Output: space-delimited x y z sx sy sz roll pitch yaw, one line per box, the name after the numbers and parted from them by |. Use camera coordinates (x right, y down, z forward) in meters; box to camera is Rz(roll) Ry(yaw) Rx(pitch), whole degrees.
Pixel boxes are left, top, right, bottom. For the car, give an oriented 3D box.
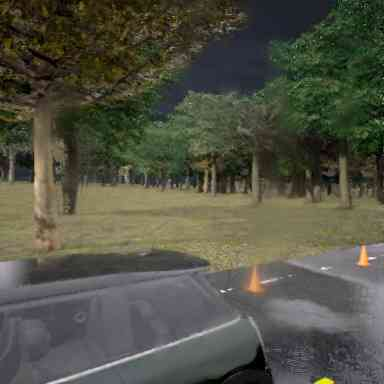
-1.545 1.353 2.408 4.553 1.767 2.097 0 0 -36 | car

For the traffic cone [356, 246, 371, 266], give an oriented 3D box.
5.524 2.025 10.682 0.340 0.580 0.340 0 0 -36 | traffic cone

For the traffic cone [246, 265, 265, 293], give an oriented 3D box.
1.479 1.992 7.761 0.340 0.580 0.340 0 0 -36 | traffic cone
